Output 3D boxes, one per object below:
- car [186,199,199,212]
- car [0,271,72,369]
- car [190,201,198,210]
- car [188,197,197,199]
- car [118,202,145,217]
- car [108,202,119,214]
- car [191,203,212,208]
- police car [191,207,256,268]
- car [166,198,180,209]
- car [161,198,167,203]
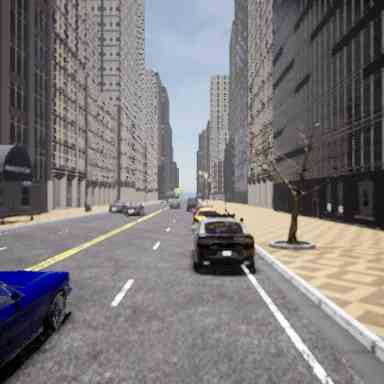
[{"bbox_3d":[0.115,2.154,50.209,1.837,1.490,4.892,0,-1,1],"label":"car"},{"bbox_3d":[-3.143,1.650,4.047,1.895,1.301,4.718,0,-1,0],"label":"car"},{"bbox_3d":[1.021,1.829,27.885,1.882,1.535,5.008,0,-1,0],"label":"car"},{"bbox_3d":[0.110,2.083,65.057,2.150,2.045,5.566,0,-1,0],"label":"car"},{"bbox_3d":[-6.531,1.974,38.060,2.128,1.511,4.902,0,-1,0],"label":"car"},{"bbox_3d":[-9.764,2.057,44.228,2.128,1.511,4.902,0,-1,0],"label":"car"},{"bbox_3d":[1.011,1.731,22.076,1.801,1.575,5.366,0,-1,0],"label":"car"},{"bbox_3d":[0.994,1.572,11.997,1.930,1.638,5.238,0,-1,0],"label":"police car"},{"bbox_3d":[-3.050,2.273,59.745,2.128,1.511,4.902,0,-1,0],"label":"car"},{"bbox_3d":[-6.367,2.176,78.465,1.837,1.490,4.892,0,-1,0],"label":"car"}]
